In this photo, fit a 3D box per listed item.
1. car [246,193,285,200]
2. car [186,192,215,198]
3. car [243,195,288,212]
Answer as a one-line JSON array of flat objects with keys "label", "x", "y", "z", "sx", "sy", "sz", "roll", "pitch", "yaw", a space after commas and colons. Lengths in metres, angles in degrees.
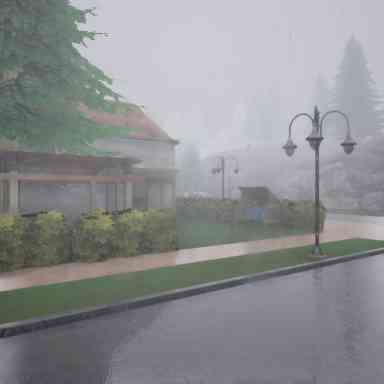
[{"label": "car", "x": 7.219, "y": 1.059, "z": 30.842, "sx": 2.150, "sy": 2.045, "sz": 5.566, "roll": 0, "pitch": 0, "yaw": -35}, {"label": "car", "x": 1.252, "y": 1.059, "z": 39.237, "sx": 2.150, "sy": 2.045, "sz": 5.566, "roll": 0, "pitch": 0, "yaw": -35}, {"label": "car", "x": 7.897, "y": 1.189, "z": 36.273, "sx": 2.097, "sy": 1.767, "sz": 4.553, "roll": 0, "pitch": 0, "yaw": -35}]
